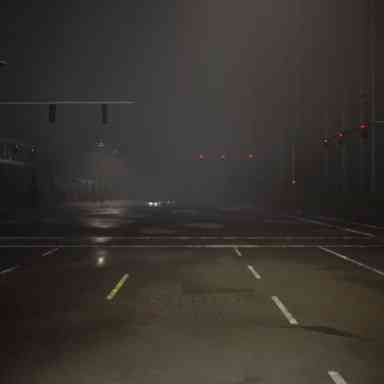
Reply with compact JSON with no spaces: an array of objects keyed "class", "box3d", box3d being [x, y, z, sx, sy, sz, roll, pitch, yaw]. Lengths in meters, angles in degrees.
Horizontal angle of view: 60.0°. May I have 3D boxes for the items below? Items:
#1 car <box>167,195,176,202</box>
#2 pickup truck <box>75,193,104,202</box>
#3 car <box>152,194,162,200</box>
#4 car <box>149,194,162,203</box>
[{"class":"car","box3d":[-4.777,1.488,77.033,2.033,1.411,5.357,0,0,-1]},{"class":"pickup truck","box3d":[-21.287,1.056,69.889,2.390,2.098,6.274,0,0,30]},{"class":"car","box3d":[-8.316,1.137,79.474,1.812,1.442,4.674,0,0,-1]},{"class":"car","box3d":[-8.186,1.509,71.277,2.128,1.511,4.902,0,0,-1]}]
